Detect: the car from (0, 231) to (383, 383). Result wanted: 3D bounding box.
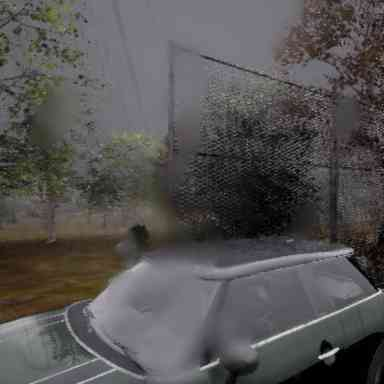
[{"bbox_3d":[0.076,1.345,3.153,4.553,1.767,2.097,0,1,-36],"label":"car"}]
